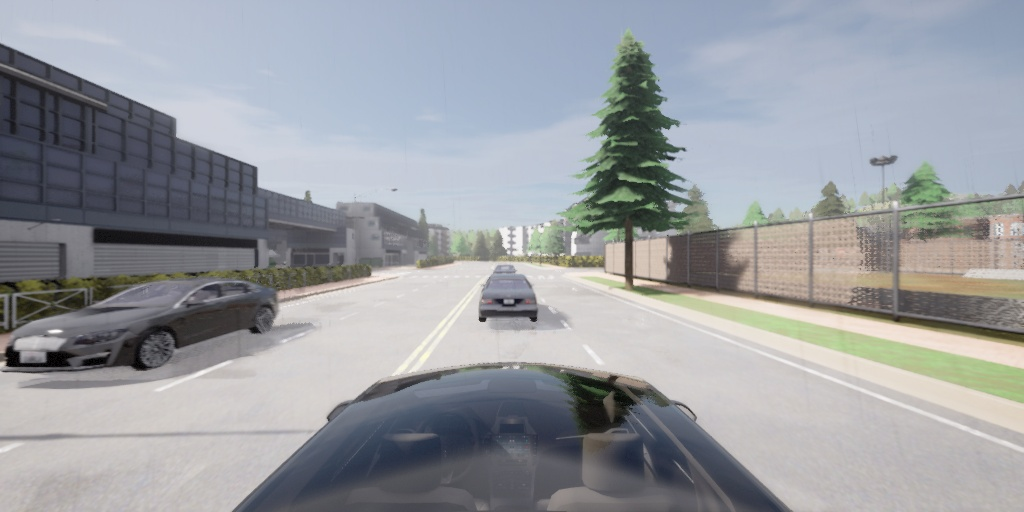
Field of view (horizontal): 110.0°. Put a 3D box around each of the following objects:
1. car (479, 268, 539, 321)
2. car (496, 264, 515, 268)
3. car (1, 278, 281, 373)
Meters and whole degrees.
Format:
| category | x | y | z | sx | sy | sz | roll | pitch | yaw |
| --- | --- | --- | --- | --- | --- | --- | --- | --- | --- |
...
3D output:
| category | x | y | z | sx | sy | sz | roll | pitch | yaw |
| --- | --- | --- | --- | --- | --- | --- | --- | --- | --- |
| car | -0.148 | 1.307 | 12.427 | 2.033 | 1.411 | 5.357 | 0 | 0 | -1 |
| car | -0.501 | 1.319 | 26.713 | 2.033 | 1.411 | 5.357 | 0 | 0 | -1 |
| car | -7.223 | 1.258 | 7.814 | 2.128 | 1.511 | 4.902 | 0 | 0 | -1 |
